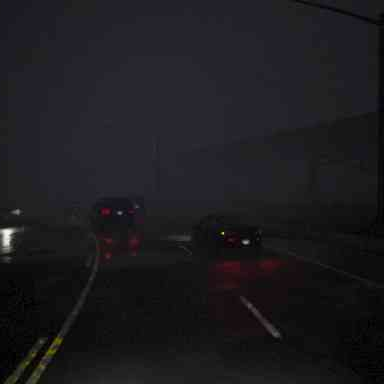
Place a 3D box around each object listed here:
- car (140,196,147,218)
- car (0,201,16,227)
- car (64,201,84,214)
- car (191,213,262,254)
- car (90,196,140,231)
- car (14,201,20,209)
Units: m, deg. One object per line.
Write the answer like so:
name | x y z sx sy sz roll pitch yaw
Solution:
car | -5.983 1.412 31.619 2.150 2.045 5.566 -1 0 -26
car | -14.467 1.739 24.718 1.882 1.535 5.008 -1 0 -26
car | -14.639 1.817 41.121 2.128 1.511 4.902 -1 0 -27
car | 1.316 1.583 13.910 1.812 1.442 4.674 0 0 -14
car | -5.453 1.371 22.437 2.150 2.045 5.566 0 0 -24
car | -28.669 2.120 53.274 1.895 1.301 4.718 -1 0 -27
